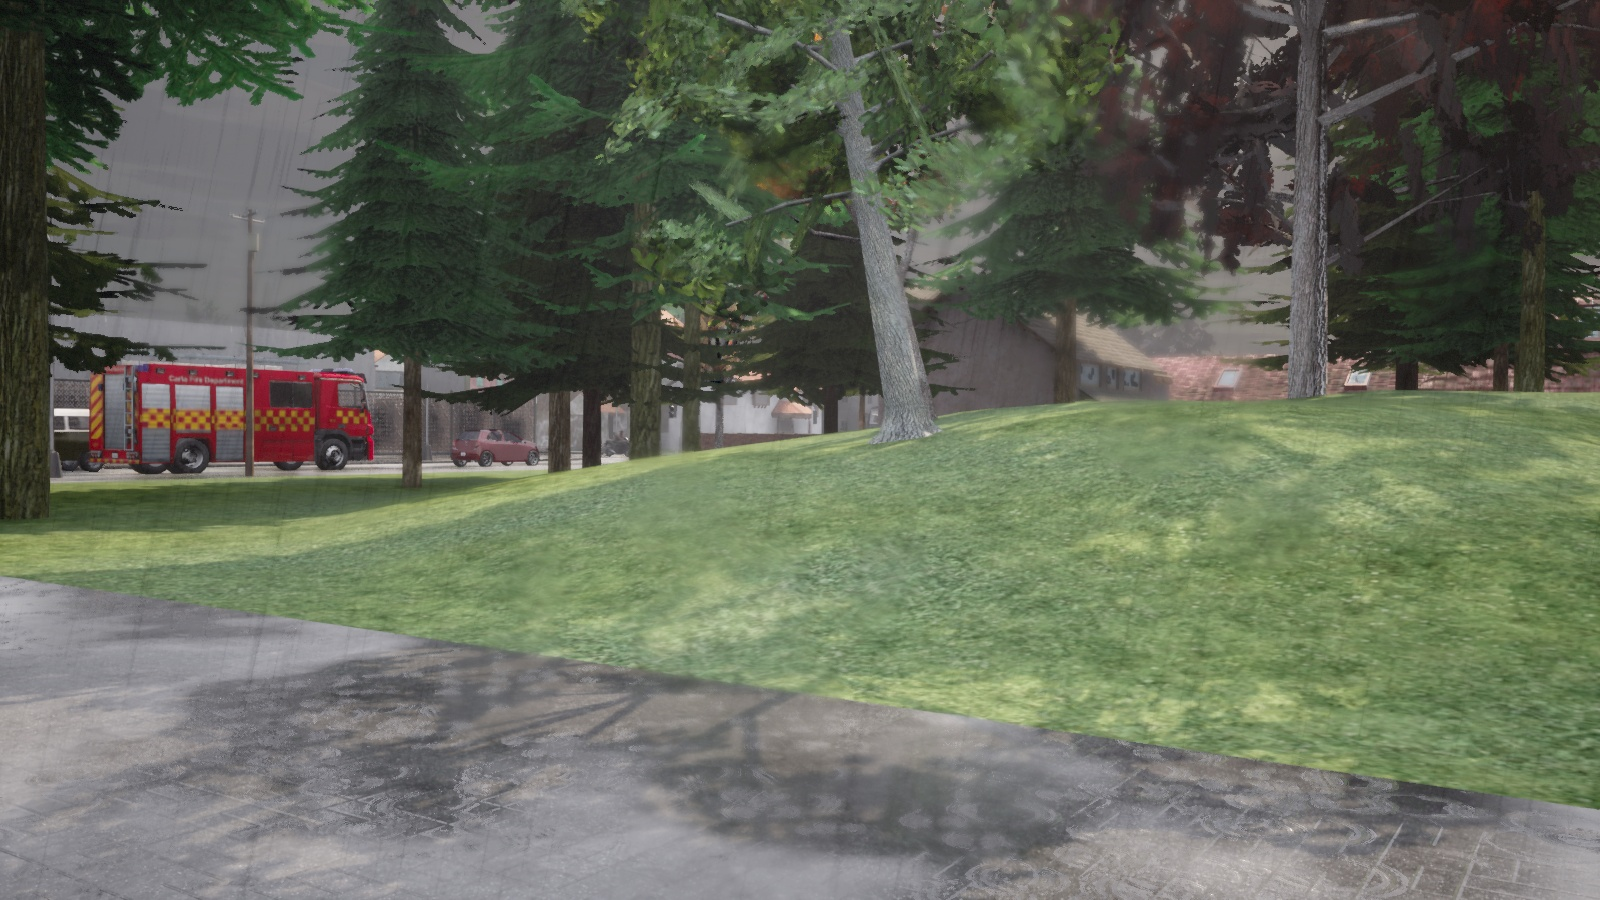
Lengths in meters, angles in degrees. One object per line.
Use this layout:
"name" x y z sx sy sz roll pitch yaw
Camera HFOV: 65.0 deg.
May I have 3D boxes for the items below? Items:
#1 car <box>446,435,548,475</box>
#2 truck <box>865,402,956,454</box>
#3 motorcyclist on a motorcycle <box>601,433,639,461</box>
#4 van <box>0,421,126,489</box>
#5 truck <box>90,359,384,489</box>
"car" -12.067 0.169 50.173 1.845 1.501 3.633 0 1 33
"truck" 7.773 -1.513 87.329 2.891 3.462 7.936 0 1 33
"motorcyclist on a motorcycle" -10.083 -0.157 70.425 2.044 1.523 0.797 0 0 31
"van" -23.993 0.133 39.453 2.069 2.038 4.480 0 1 34
"truck" -18.100 -0.831 41.094 2.891 3.827 8.468 0 1 34
